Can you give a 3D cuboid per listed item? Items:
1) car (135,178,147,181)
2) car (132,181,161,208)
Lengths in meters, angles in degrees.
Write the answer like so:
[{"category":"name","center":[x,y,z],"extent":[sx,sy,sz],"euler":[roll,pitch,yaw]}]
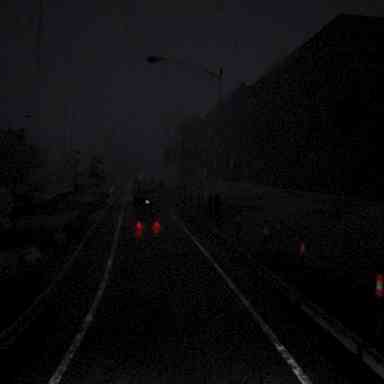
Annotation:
[{"category":"car","center":[-6.421,-0.971,42.043],"extent":[2.128,1.511,4.902],"euler":[-1,4,-10]},{"category":"car","center":[-3.375,0.273,24.511],"extent":[2.128,1.511,4.902],"euler":[-1,4,-10]}]
